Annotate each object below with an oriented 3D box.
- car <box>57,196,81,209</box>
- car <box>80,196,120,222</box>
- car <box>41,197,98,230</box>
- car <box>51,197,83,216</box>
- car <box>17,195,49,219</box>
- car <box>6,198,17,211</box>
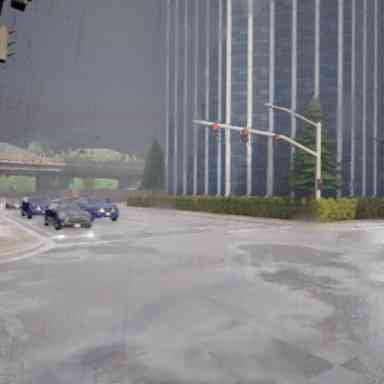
[{"bbox_3d":[-17.775,1.495,48.029,2.097,1.767,4.553,1,0,-36],"label":"car"},{"bbox_3d":[-7.931,1.323,27.510,2.150,2.045,5.566,1,0,-35],"label":"car"},{"bbox_3d":[-8.042,1.415,21.552,2.097,1.767,4.553,1,0,-35],"label":"car"},{"bbox_3d":[-13.355,1.454,35.305,2.097,1.767,4.553,1,0,-35],"label":"car"},{"bbox_3d":[-13.777,1.281,29.782,2.150,2.045,5.566,1,0,-35],"label":"car"},{"bbox_3d":[-22.599,1.570,42.566,2.128,1.511,4.902,1,0,-35],"label":"car"}]
